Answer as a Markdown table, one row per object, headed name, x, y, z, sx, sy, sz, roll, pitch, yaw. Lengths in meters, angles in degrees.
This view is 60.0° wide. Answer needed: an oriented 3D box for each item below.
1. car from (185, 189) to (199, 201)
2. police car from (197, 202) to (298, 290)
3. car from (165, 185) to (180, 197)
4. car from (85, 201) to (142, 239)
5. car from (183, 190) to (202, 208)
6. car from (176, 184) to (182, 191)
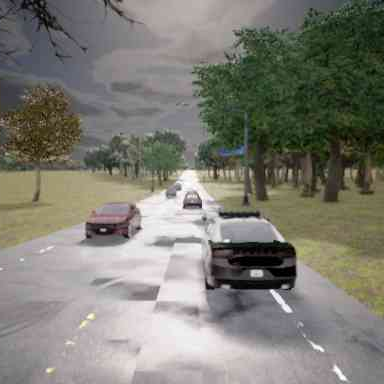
| name | x | y | z | sx | sy | sz | roll | pitch | yaw |
| --- | --- | --- | --- | --- | --- | --- | --- | --- | --- |
| car | 0.033 | 0.392 | 46.977 | 1.882 | 1.535 | 5.008 | 0 | 2 | 1 |
| police car | 1.226 | 1.297 | 8.876 | 1.930 | 1.638 | 5.238 | 0 | 1 | 0 |
| car | -3.563 | 0.092 | 56.785 | 1.837 | 1.490 | 4.892 | 0 | 2 | 0 |
| car | -3.597 | 1.226 | 15.970 | 1.882 | 1.535 | 5.008 | 0 | 1 | 0 |
| car | 0.065 | 0.850 | 35.116 | 1.994 | 1.385 | 4.181 | 0 | 2 | 0 |
| car | -3.489 | -1.136 | 83.712 | 1.837 | 1.490 | 4.892 | 0 | 3 | 0 |
